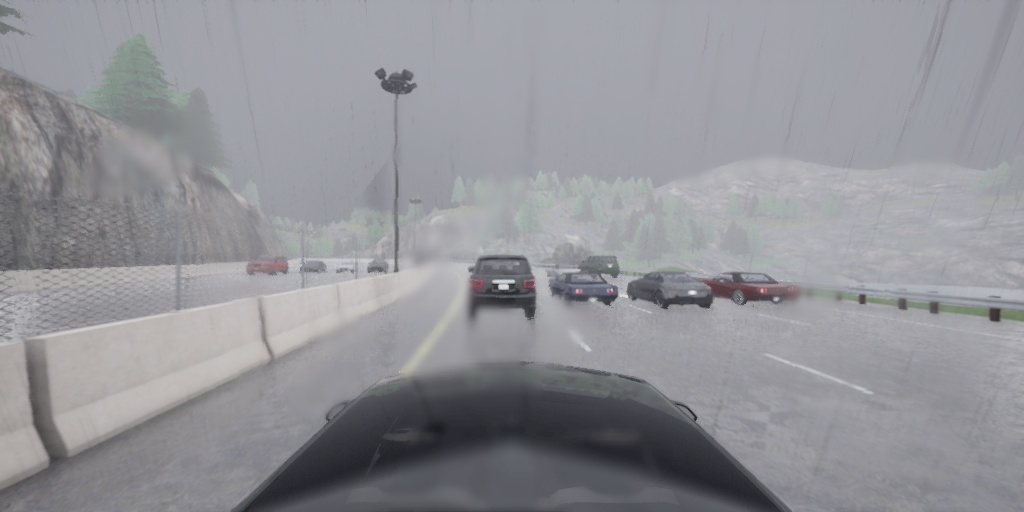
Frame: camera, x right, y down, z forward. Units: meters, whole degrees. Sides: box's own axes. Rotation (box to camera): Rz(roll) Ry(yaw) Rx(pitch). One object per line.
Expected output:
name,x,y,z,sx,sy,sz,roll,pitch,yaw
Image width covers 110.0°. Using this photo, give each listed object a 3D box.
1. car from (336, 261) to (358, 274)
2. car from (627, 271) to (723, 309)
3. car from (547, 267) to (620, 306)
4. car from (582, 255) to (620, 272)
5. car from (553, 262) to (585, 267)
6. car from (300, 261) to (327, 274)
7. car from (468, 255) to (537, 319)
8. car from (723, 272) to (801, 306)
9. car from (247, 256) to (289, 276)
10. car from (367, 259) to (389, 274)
car,-19.313,1.300,42.170,1.812,1.442,4.674,0,0,-14
car,6.448,1.312,15.100,1.994,1.385,4.181,0,0,-4
car,2.908,1.353,15.676,1.895,1.301,4.718,0,0,-4
car,7.835,0.973,32.871,2.150,2.045,5.566,0,0,-9
car,4.469,1.356,31.658,1.895,1.301,4.718,0,0,-9
car,-22.659,1.281,41.139,1.837,1.490,4.892,0,0,-14
car,-0.412,0.975,12.996,2.150,2.045,5.566,0,0,-4
car,9.906,1.348,15.846,1.895,1.301,4.718,0,0,-4
car,-25.391,0.996,37.603,2.150,2.045,5.566,0,0,-13
car,-15.812,1.123,42.555,2.097,1.767,4.553,0,0,-14
